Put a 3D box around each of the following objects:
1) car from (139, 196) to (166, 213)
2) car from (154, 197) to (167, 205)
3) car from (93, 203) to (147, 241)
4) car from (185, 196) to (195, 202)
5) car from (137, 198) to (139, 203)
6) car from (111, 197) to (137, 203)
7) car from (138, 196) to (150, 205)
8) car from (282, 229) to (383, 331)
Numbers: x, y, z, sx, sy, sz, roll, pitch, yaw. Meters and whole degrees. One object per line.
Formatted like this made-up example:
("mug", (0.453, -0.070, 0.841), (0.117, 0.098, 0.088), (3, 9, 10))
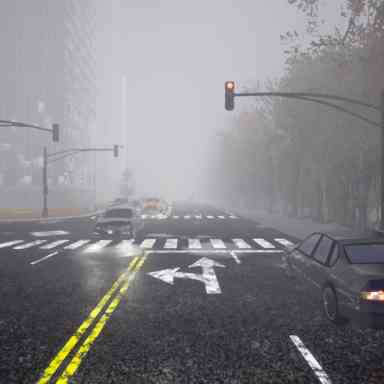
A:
("car", (-4.307, 1.364, 36.673), (2.097, 1.767, 4.553), (0, 0, -3))
("car", (-5.607, 1.574, 59.744), (2.033, 1.411, 5.357), (0, 0, -4))
("car", (-3.630, 1.522, 16.945), (1.837, 1.490, 4.892), (-1, 0, -2))
("car", (-0.402, 1.570, 77.530), (2.128, 1.511, 4.902), (0, 0, -5))
("car", (-8.122, 1.580, 47.668), (1.994, 1.385, 4.181), (0, 0, -3))
("car", (-7.519, 1.363, 35.782), (2.097, 1.767, 4.553), (0, 0, -3))
("car", (-9.079, 1.507, 63.085), (1.882, 1.535, 5.008), (0, 1, -4))
("car", (3.312, 1.507, 6.998), (2.033, 1.411, 5.357), (-2, -2, 3))
